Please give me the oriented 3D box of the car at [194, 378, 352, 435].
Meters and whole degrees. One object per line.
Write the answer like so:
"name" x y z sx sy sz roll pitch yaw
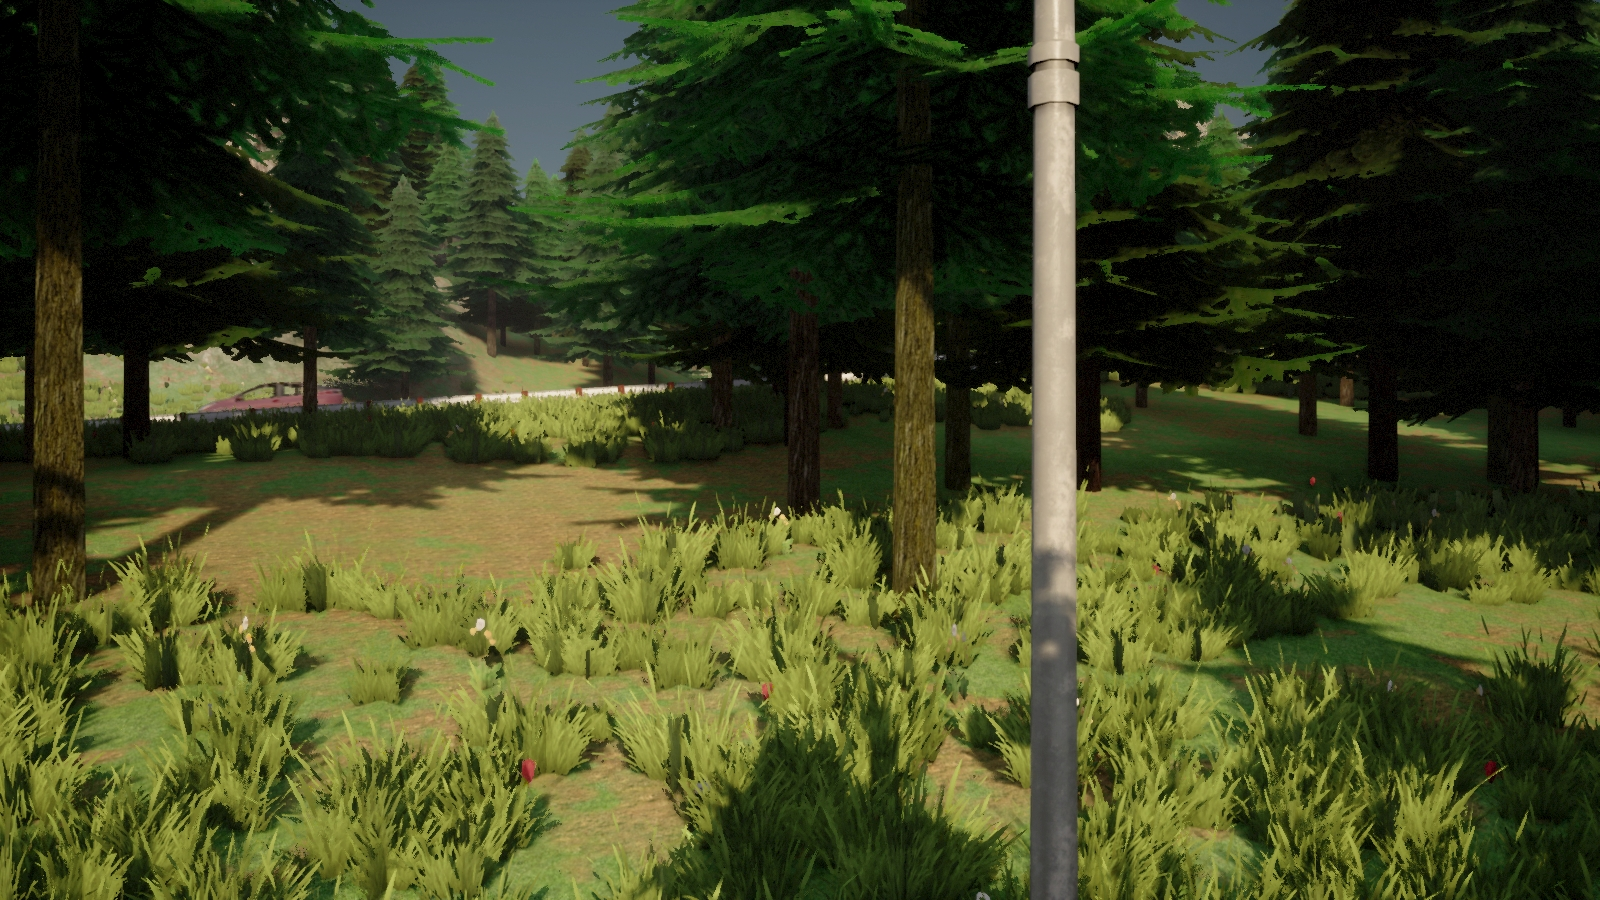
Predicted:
"car" -17.440 -1.445 37.835 4.514 1.525 2.007 -5 2 -28
